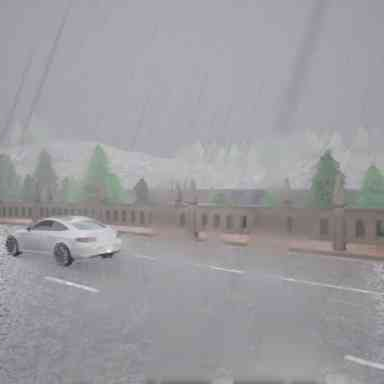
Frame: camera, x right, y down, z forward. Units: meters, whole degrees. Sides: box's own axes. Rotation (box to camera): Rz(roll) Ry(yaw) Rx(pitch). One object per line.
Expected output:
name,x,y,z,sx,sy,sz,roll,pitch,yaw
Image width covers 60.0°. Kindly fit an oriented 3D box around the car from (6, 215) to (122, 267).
car,-4.416,1.525,11.339,4.674,1.442,1.812,0,0,34
